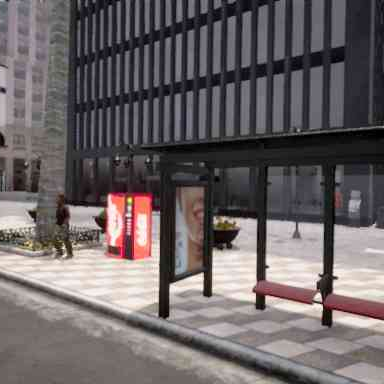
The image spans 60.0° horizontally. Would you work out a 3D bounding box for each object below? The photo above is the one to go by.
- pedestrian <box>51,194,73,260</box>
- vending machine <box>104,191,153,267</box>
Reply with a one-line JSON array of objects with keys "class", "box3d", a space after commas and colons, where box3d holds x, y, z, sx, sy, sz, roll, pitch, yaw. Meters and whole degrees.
[{"class": "pedestrian", "box3d": [-3.665, 0.968, 9.353, 0.375, 1.860, 0.375, 1, 1, 36]}, {"class": "vending machine", "box3d": [-1.896, 1.043, 10.018, 0.880, 2.100, 1.100, 1, 1, 36]}]
